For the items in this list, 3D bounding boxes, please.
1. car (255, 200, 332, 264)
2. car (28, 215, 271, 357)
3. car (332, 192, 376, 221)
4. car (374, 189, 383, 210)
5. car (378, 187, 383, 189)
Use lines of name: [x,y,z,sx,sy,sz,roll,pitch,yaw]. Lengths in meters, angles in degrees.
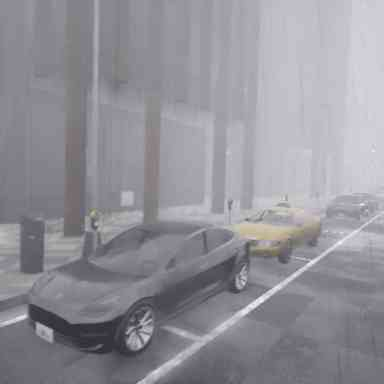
car: [2.656,1.044,10.132,1.752,1.417,4.829,4,4,35]
car: [-0.470,1.223,5.672,1.947,1.339,4.313,4,4,35]
car: [9.198,0.796,19.474,1.947,1.339,4.313,4,4,35]
car: [12.420,0.655,24.075,1.947,1.339,4.313,4,4,35]
car: [18.769,0.337,33.135,1.752,1.417,4.829,4,4,35]
